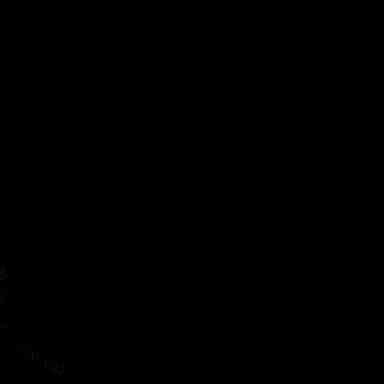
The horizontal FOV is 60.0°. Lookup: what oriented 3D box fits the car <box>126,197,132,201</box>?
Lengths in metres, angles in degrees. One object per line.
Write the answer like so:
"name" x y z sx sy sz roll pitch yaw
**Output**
"car" -10.388 1.195 63.146 2.097 1.767 4.553 0 0 34
